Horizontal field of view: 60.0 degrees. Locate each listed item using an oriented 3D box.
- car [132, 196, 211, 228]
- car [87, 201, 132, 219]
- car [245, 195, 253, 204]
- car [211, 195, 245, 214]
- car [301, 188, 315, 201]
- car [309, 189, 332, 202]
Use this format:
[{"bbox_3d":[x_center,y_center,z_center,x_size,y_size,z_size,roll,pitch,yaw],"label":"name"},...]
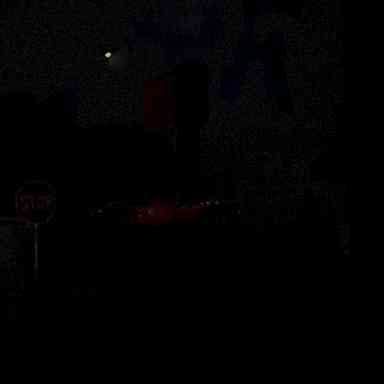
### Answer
[{"bbox_3d":[-1.106,1.127,20.244,2.097,1.767,4.553,-2,-1,35],"label":"car"},{"bbox_3d":[-6.944,1.558,29.243,1.812,1.442,4.674,-2,0,35],"label":"car"},{"bbox_3d":[7.428,1.144,49.685,2.128,1.511,4.902,-2,0,35],"label":"car"},{"bbox_3d":[2.719,1.079,31.393,2.097,1.767,4.553,-2,-1,35],"label":"car"},{"bbox_3d":[20.261,0.424,56.531,2.150,2.045,5.566,-2,0,35],"label":"car"},{"bbox_3d":[19.496,0.724,49.743,1.837,1.490,4.892,-2,0,35],"label":"car"}]
